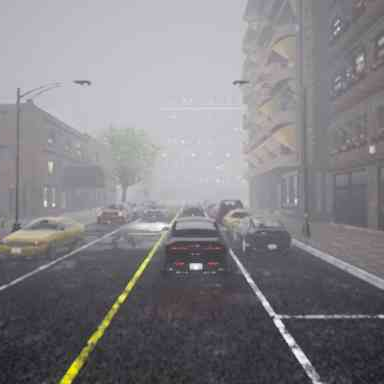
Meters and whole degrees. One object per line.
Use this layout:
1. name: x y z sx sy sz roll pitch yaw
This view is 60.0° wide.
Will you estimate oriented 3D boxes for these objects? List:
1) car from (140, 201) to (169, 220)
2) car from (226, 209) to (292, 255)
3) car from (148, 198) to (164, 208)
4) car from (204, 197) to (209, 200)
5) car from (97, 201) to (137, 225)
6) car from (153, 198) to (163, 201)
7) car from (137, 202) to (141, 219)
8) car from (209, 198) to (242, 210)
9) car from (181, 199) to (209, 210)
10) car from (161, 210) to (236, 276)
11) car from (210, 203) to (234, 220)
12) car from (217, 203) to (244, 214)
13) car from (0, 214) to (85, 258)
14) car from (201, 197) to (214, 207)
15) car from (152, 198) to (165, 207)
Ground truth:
1. car: -3.103 1.715 29.385 1.895 1.301 4.718 0 0 0
2. car: 2.699 1.602 13.337 2.008 1.369 4.403 1 0 0
3. car: -5.661 1.764 53.083 2.008 1.369 4.403 1 0 0
4. car: 2.689 1.732 41.770 1.947 1.339 4.313 1 0 0
5. car: -5.649 1.536 24.649 1.967 1.590 4.097 1 0 0
6. car: -5.659 1.755 47.395 1.947 1.339 4.313 1 0 0
7. car: -5.652 1.559 30.337 1.967 1.590 4.097 1 0 0
8. car: 2.699 1.411 24.712 2.192 1.841 5.009 1 0 0
9. car: 0.091 1.603 28.367 2.128 1.511 4.902 0 0 0
10. car: 0.097 1.547 10.508 1.837 1.490 4.892 0 0 0
11. car: 2.693 1.701 30.397 1.802 1.307 4.206 1 0 0
12. car: 2.698 1.600 19.194 1.752 1.417 4.829 1 0 0
13. car: -5.647 1.576 13.106 1.752 1.417 4.829 1 0 0
14. car: 2.733 1.679 58.828 1.967 1.590 4.097 1 0 0
15. car: -5.833 1.763 58.600 1.752 1.417 4.829 1 0 0
